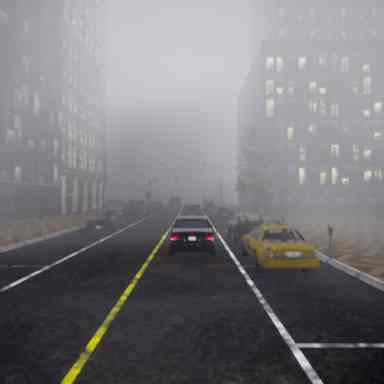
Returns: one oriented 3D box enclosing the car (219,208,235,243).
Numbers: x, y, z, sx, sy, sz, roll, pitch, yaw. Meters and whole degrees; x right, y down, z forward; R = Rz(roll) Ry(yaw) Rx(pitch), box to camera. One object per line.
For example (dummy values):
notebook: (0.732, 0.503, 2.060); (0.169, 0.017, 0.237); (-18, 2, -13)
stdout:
car: (2.670, 1.710, 16.603); (2.008, 1.369, 4.403); (0, -1, 0)

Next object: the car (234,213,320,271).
car: (2.673, 1.631, 11.084); (1.752, 1.417, 4.829); (0, -1, 0)

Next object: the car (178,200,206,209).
car: (0.019, 1.763, 29.490); (1.882, 1.535, 5.008); (0, 0, 0)

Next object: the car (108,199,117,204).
car: (-17.433, 2.310, 77.243); (4.206, 1.307, 1.802); (0, -1, 0)

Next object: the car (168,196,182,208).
car: (-3.038, 1.825, 60.423); (2.150, 2.045, 5.566); (0, -1, 1)

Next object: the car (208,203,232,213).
car: (2.673, 1.836, 27.980); (1.947, 1.339, 4.313); (0, -1, 0)

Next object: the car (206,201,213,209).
car: (2.676, 1.893, 33.669); (1.947, 1.339, 4.313); (0, -1, 0)

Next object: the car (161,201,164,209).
car: (-5.663, 2.128, 56.453); (1.947, 1.339, 4.313); (0, -1, 0)

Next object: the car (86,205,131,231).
car: (-5.676, 1.781, 22.321); (1.947, 1.339, 4.313); (0, -1, 0)

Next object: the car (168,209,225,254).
car: (0.008, 1.681, 14.000); (2.033, 1.411, 5.357); (0, -1, 0)

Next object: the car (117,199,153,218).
car: (-5.670, 1.643, 33.701); (2.192, 1.841, 5.009); (0, -1, 0)

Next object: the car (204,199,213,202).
car: (2.682, 2.085, 50.735); (1.802, 1.307, 4.206); (0, -1, 0)

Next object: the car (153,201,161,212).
car: (-5.667, 1.989, 45.077); (1.887, 1.381, 4.507); (0, -1, 0)
